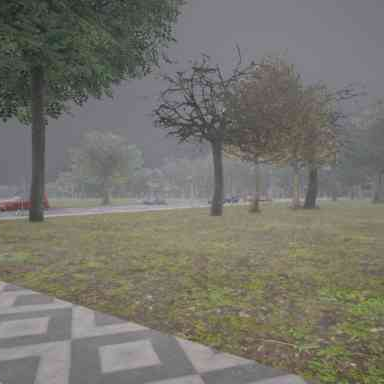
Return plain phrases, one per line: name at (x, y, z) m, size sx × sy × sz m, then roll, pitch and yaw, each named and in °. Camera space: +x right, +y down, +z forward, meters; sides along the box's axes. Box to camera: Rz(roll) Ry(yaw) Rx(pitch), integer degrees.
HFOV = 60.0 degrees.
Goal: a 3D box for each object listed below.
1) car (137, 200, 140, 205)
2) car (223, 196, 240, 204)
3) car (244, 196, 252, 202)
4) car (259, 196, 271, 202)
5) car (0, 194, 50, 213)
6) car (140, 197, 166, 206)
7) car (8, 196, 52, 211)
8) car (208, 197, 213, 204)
car at (-7.827, 1.644, 60.354) m, size 2.128 × 1.511 × 4.902 m, roll -1°, pitch -1°, yaw 36°
car at (7.587, 1.579, 65.005) m, size 1.837 × 1.490 × 4.892 m, roll -1°, pitch -1°, yaw 35°
car at (14.034, 1.681, 79.883) m, size 1.812 × 1.442 × 4.674 m, roll -1°, pitch -1°, yaw 35°
car at (17.287, 1.676, 78.852) m, size 1.994 × 1.385 × 4.181 m, roll -1°, pitch -1°, yaw 35°
car at (-19.423, 1.297, 38.516) m, size 2.150 × 2.045 × 5.566 m, roll -1°, pitch 0°, yaw 35°
car at (-6.293, 1.677, 56.927) m, size 1.994 × 1.385 × 4.181 m, roll -1°, pitch -1°, yaw 36°
car at (-20.614, 1.467, 42.443) m, size 2.097 × 1.767 × 4.553 m, roll -1°, pitch 0°, yaw 35°
car at (4.928, 1.674, 66.876) m, size 1.994 × 1.385 × 4.181 m, roll -1°, pitch -1°, yaw 35°
